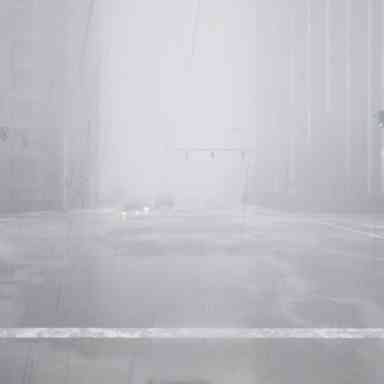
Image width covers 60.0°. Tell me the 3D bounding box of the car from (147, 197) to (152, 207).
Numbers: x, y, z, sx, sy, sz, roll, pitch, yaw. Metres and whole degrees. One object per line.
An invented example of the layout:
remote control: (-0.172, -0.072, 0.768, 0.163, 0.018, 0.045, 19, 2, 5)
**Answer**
car: (-7.139, 1.475, 50.739, 2.128, 1.511, 4.902, 0, 0, 0)

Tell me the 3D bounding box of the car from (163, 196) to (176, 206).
car: (-3.636, 1.460, 54.342, 1.882, 1.535, 5.008, 0, 0, 0)

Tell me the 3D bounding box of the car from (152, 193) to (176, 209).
car: (-3.644, 1.207, 44.346, 2.150, 2.045, 5.566, 0, 0, 0)

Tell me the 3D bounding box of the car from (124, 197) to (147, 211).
car: (-7.141, 1.464, 41.252, 1.882, 1.535, 5.008, 0, 0, 0)

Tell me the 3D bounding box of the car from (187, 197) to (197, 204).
car: (-0.067, 1.579, 65.539, 1.895, 1.301, 4.718, 0, 0, 0)

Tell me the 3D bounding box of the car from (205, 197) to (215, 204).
car: (3.433, 1.579, 65.003, 1.895, 1.301, 4.718, 0, 0, 0)
